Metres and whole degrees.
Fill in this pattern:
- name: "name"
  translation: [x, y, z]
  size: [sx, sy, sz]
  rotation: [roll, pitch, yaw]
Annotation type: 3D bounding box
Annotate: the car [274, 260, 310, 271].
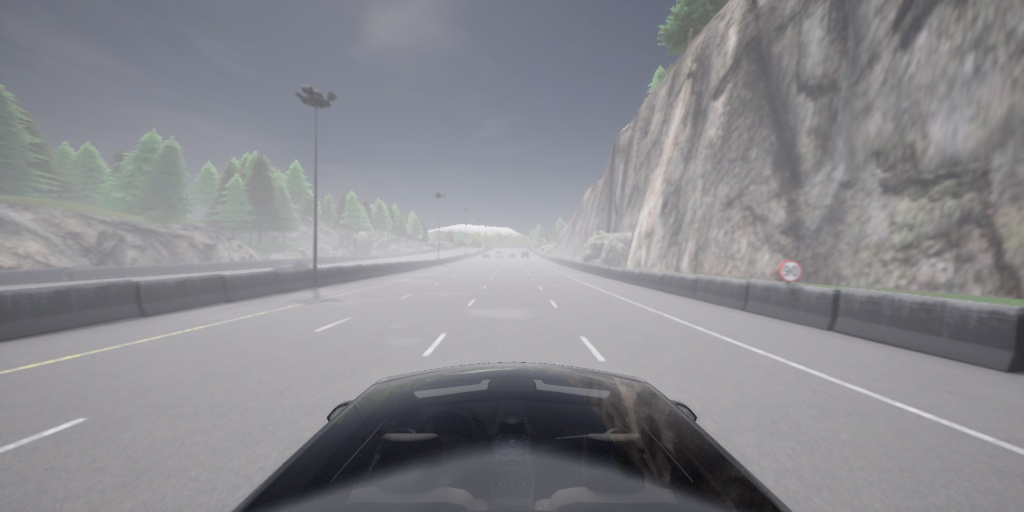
- name: "car"
  translation: [-24.482, 1.166, 39.961]
  size: [1.994, 1.385, 4.181]
  rotation: [0, 1, 0]
